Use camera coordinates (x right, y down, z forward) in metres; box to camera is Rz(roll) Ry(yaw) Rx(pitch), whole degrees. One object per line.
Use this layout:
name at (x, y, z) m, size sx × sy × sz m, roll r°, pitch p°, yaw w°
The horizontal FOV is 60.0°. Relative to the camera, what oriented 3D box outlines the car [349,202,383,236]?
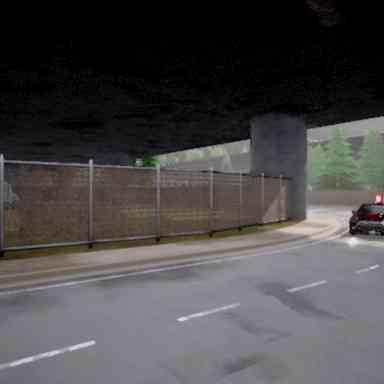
car at (9.996, 1.399, 18.255) m, size 2.097 × 1.767 × 4.553 m, roll 0°, pitch 0°, yaw 31°
